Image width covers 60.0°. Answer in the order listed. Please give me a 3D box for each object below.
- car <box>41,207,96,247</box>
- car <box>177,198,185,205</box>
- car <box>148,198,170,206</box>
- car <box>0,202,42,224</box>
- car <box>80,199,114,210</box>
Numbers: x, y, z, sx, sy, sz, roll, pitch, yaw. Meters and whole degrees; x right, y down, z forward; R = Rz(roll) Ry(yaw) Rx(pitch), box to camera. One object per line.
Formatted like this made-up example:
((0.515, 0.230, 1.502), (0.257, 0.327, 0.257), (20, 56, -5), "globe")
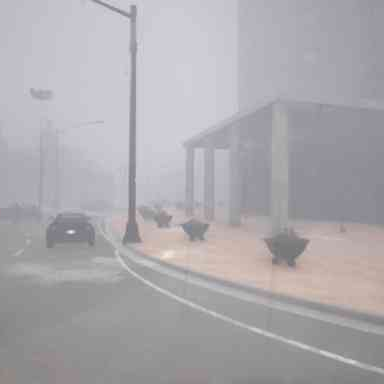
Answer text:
((-5.632, 1.612, 15.508), (1.994, 1.385, 4.181), (0, 0, -20), "car")
((-1.029, 1.789, 59.173), (1.882, 1.535, 5.008), (0, -1, 23), "car")
((-5.680, 1.749, 57.599), (1.882, 1.535, 5.008), (0, 0, 24), "car")
((-13.267, 1.542, 25.291), (4.902, 1.511, 2.128), (0, 0, 39), "car")
((-12.284, 1.657, 43.202), (1.837, 1.490, 4.892), (0, -1, 28), "car")
